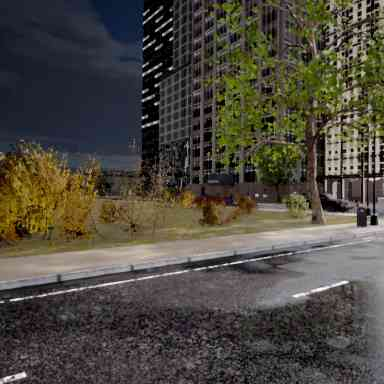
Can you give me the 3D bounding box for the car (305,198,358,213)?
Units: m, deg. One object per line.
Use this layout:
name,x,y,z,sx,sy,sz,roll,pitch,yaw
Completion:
car,15.915,1.493,38.250,2.033,1.411,5.357,1,0,-34

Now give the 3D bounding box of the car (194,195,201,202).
car,2.739,1.305,64.009,2.097,1.767,4.553,1,0,-33

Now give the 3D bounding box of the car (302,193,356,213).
car,13.891,1.116,35.440,2.150,2.045,5.566,1,0,-34

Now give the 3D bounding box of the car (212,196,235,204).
car,6.097,1.526,64.744,1.812,1.442,4.674,1,0,-34

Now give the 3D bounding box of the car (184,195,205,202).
car,0.528,1.395,73.053,2.033,1.411,5.357,1,0,-34

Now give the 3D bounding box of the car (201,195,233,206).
car,3.927,1.353,50.307,1.882,1.535,5.008,1,0,-34

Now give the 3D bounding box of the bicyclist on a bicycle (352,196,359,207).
bicyclist on a bicycle,23.111,1.398,47.018,1.656,1.620,0.582,1,0,-34
